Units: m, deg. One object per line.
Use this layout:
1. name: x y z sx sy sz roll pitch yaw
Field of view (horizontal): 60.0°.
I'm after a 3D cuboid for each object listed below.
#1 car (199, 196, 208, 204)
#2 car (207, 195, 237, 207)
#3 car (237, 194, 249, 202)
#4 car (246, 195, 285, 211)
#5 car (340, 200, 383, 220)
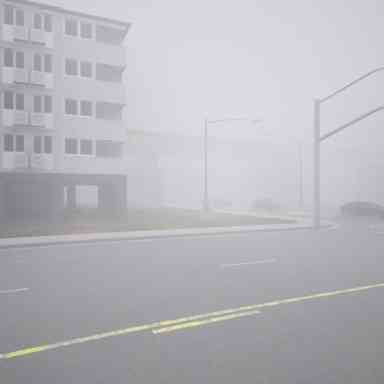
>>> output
1. car: 2.484 1.504 61.425 1.837 1.490 4.892 0 0 3
2. car: 4.548 1.505 51.096 1.837 1.490 4.892 0 0 -21
3. car: 11.118 1.539 75.343 2.033 1.411 5.357 0 0 41
4. car: 9.235 1.492 40.709 2.128 1.511 4.902 0 0 -25
5. car: 15.064 1.505 28.508 1.837 1.490 4.892 0 0 -26
